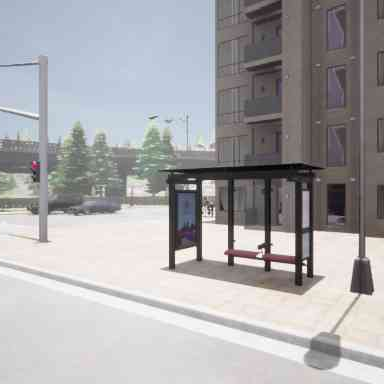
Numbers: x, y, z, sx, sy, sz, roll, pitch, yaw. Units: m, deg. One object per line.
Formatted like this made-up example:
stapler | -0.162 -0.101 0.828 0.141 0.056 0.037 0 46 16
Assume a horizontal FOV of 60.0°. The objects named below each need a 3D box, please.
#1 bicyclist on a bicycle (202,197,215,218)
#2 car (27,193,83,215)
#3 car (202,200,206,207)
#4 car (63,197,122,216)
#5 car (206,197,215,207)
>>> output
bicyclist on a bicycle | 1.253 1.245 26.671 1.656 1.620 0.582 0 0 36
car | -13.294 1.166 32.962 2.150 2.045 5.566 0 0 37
car | 3.497 1.492 49.931 5.357 1.411 2.033 0 0 -29
car | -9.361 1.492 32.414 2.033 1.411 5.357 0 0 37
car | 4.767 1.545 46.638 4.718 1.301 1.895 0 0 -29
